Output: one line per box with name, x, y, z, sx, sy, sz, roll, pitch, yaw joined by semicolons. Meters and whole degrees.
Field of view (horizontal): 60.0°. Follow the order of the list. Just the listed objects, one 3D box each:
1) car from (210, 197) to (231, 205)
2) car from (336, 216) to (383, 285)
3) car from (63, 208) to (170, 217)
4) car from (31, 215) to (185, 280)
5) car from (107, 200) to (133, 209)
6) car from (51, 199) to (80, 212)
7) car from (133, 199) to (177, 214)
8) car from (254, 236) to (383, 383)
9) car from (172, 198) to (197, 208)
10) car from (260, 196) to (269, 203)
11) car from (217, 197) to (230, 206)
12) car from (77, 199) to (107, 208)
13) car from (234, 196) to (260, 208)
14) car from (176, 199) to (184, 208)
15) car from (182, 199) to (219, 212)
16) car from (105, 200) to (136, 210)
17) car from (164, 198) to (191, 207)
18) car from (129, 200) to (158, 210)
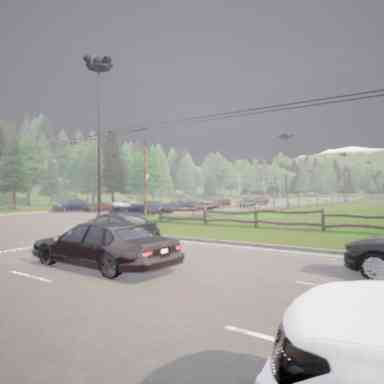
car;5.898;1.851;67.885;1.882;1.535;5.008;-1;0;36
car;6.382;1.474;8.033;5.008;1.535;1.882;-1;0;36
car;-3.515;1.648;15.071;4.674;1.442;1.812;-1;0;35
car;-2.768;1.633;10.262;5.357;1.411;2.033;-1;0;36
car;-7.138;1.899;38.505;1.895;1.301;4.718;-1;0;34
car;-16.141;1.758;43.947;2.097;1.767;4.553;-1;0;36
car;-4.020;1.826;36.844;1.994;1.385;4.181;-1;0;36
car;3.138;1.204;1.742;5.566;2.045;2.150;-1;-1;35
car;-1.251;1.898;58.311;1.812;1.442;4.674;-1;0;37
car;13.523;1.653;66.438;2.097;1.767;4.553;-1;0;36
car;4.291;1.901;54.049;1.895;1.301;4.718;-1;0;37
car;-12.215;1.934;43.426;1.994;1.385;4.181;-1;0;36
car;8.531;1.756;53.899;2.128;1.511;4.902;-1;0;37
car;-1.925;1.863;45.618;1.994;1.385;4.181;-1;0;36
car;1.163;1.864;43.906;1.895;1.301;4.718;-1;0;36
car;-10.943;1.933;51.056;1.812;1.442;4.674;-1;0;36
car;-2.673;1.956;62.227;2.033;1.411;5.357;-1;0;36
car;-7.243;1.935;50.198;1.994;1.385;4.181;-1;0;36
